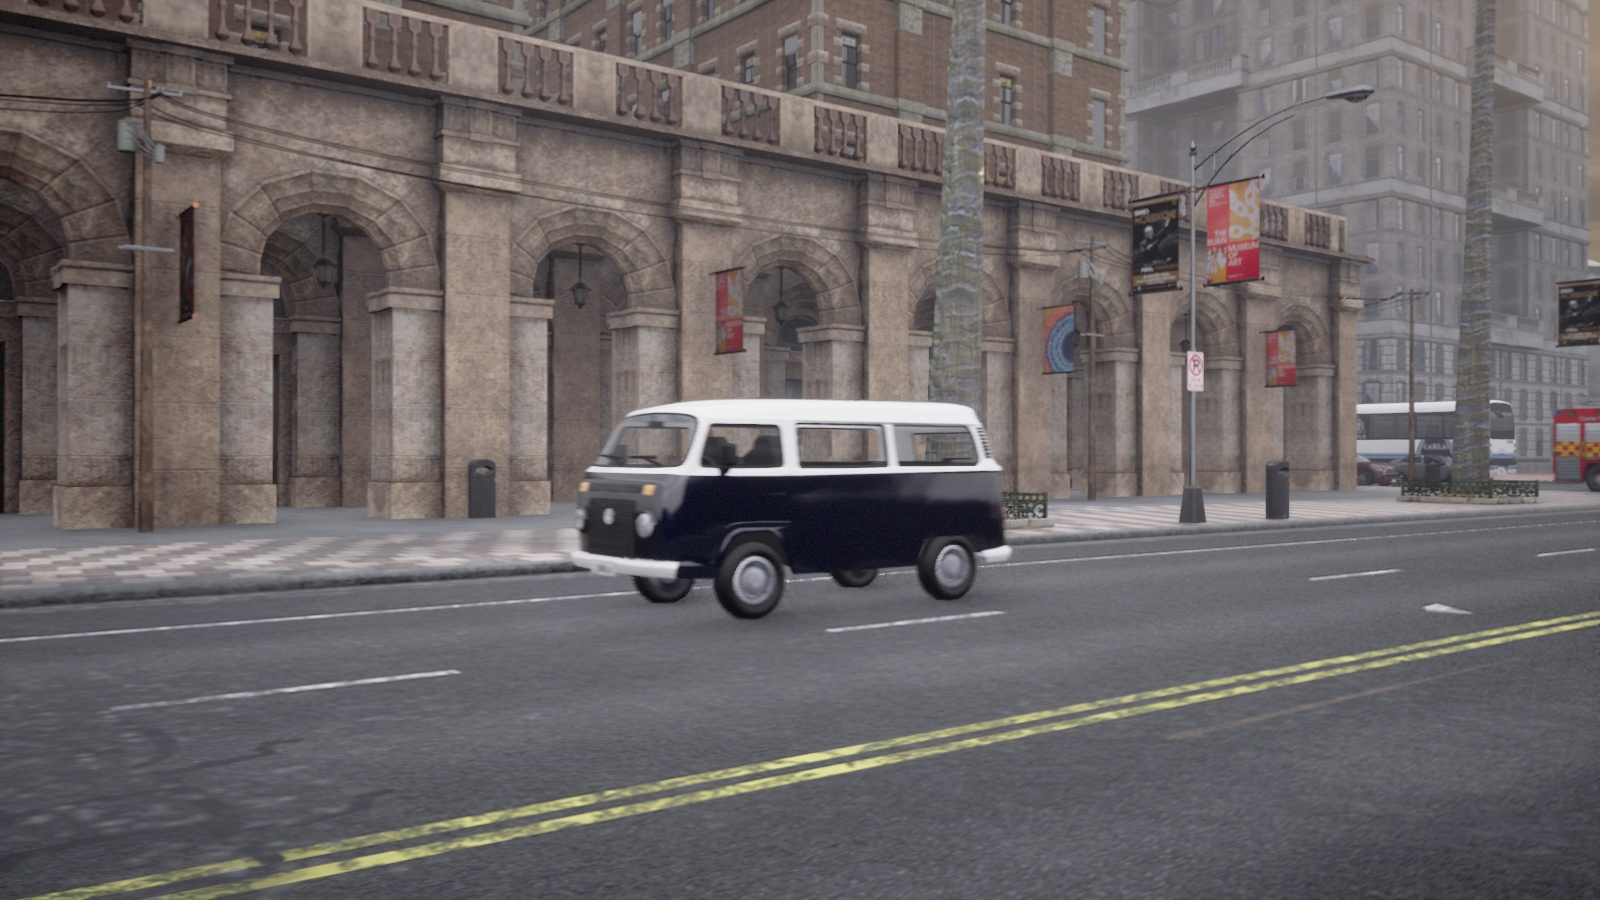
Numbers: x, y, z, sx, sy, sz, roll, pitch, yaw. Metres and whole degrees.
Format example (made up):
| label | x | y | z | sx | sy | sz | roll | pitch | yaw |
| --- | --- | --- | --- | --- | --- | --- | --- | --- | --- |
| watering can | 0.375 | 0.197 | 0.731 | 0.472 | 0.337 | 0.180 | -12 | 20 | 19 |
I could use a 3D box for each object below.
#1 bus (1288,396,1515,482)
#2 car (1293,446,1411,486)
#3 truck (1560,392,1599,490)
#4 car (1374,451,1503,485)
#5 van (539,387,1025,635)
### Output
| label | x | y | z | sx | sy | sz | roll | pitch | yaw |
| --- | --- | --- | --- | --- | --- | --- | --- | --- | --- |
| bus | 31.884 | -0.515 | 67.128 | 3.944 | 4.253 | 10.273 | 0 | 0 | -37 |
| car | 25.504 | 0.710 | 58.190 | 2.097 | 1.767 | 4.553 | 0 | 0 | -37 |
| truck | 34.180 | -0.364 | 47.847 | 2.891 | 3.827 | 8.468 | 0 | 0 | -41 |
| car | 29.674 | 0.798 | 58.456 | 2.128 | 1.511 | 4.902 | 0 | 0 | -37 |
| van | -0.079 | 0.505 | 12.493 | 4.480 | 2.038 | 2.069 | 0 | 0 | -37 |
